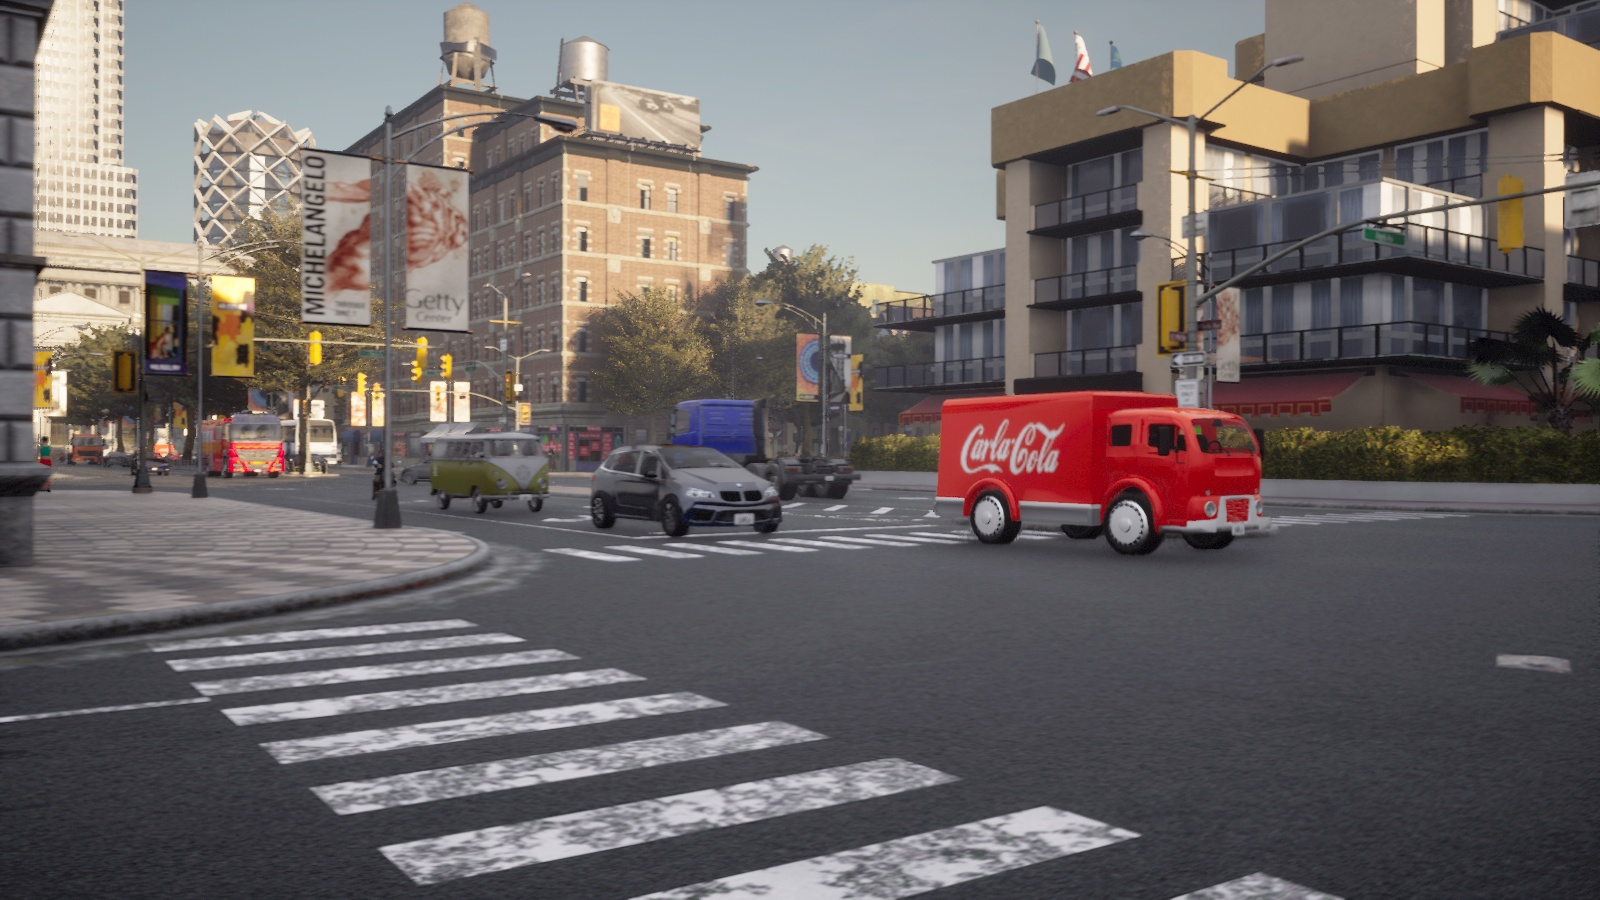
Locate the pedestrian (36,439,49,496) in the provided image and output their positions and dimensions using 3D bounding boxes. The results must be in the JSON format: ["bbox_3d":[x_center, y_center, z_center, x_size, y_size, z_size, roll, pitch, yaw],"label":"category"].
[{"bbox_3d":[-24.658,0.553,40.880,0.345,1.836,0.594,0,0,-32],"label":"pedestrian"}]

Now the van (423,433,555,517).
[{"bbox_3d":[-7.995,0.593,32.021,1.775,1.987,4.442,0,0,-35],"label":"van"}]

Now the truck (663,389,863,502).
[{"bbox_3d":[-1.463,-0.130,42.702,2.891,3.462,7.936,0,0,-35],"label":"truck"}]

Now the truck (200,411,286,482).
[{"bbox_3d":[-32.098,-0.176,72.167,2.891,3.827,8.468,0,0,-35],"label":"truck"}]

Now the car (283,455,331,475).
[{"bbox_3d":[-35.930,1.091,91.444,2.033,1.411,5.357,0,0,-35],"label":"car"}]

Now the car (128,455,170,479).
[{"bbox_3d":[-40.386,1.034,77.860,1.816,1.474,4.193,0,0,-35],"label":"car"}]

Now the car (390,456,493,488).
[{"bbox_3d":[-16.406,0.983,57.534,4.181,1.385,1.994,0,0,22],"label":"car"}]

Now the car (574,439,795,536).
[{"bbox_3d":[-2.323,0.653,24.004,2.242,1.667,4.611,0,0,-34],"label":"car"}]

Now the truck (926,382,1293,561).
[{"bbox_3d":[4.767,0.297,20.118,2.627,2.467,5.204,0,0,-37],"label":"truck"}]

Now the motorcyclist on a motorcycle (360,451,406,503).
[{"bbox_3d":[-13.009,0.821,39.112,0.866,1.590,1.817,0,0,-35],"label":"motorcyclist on a motorcycle"}]
